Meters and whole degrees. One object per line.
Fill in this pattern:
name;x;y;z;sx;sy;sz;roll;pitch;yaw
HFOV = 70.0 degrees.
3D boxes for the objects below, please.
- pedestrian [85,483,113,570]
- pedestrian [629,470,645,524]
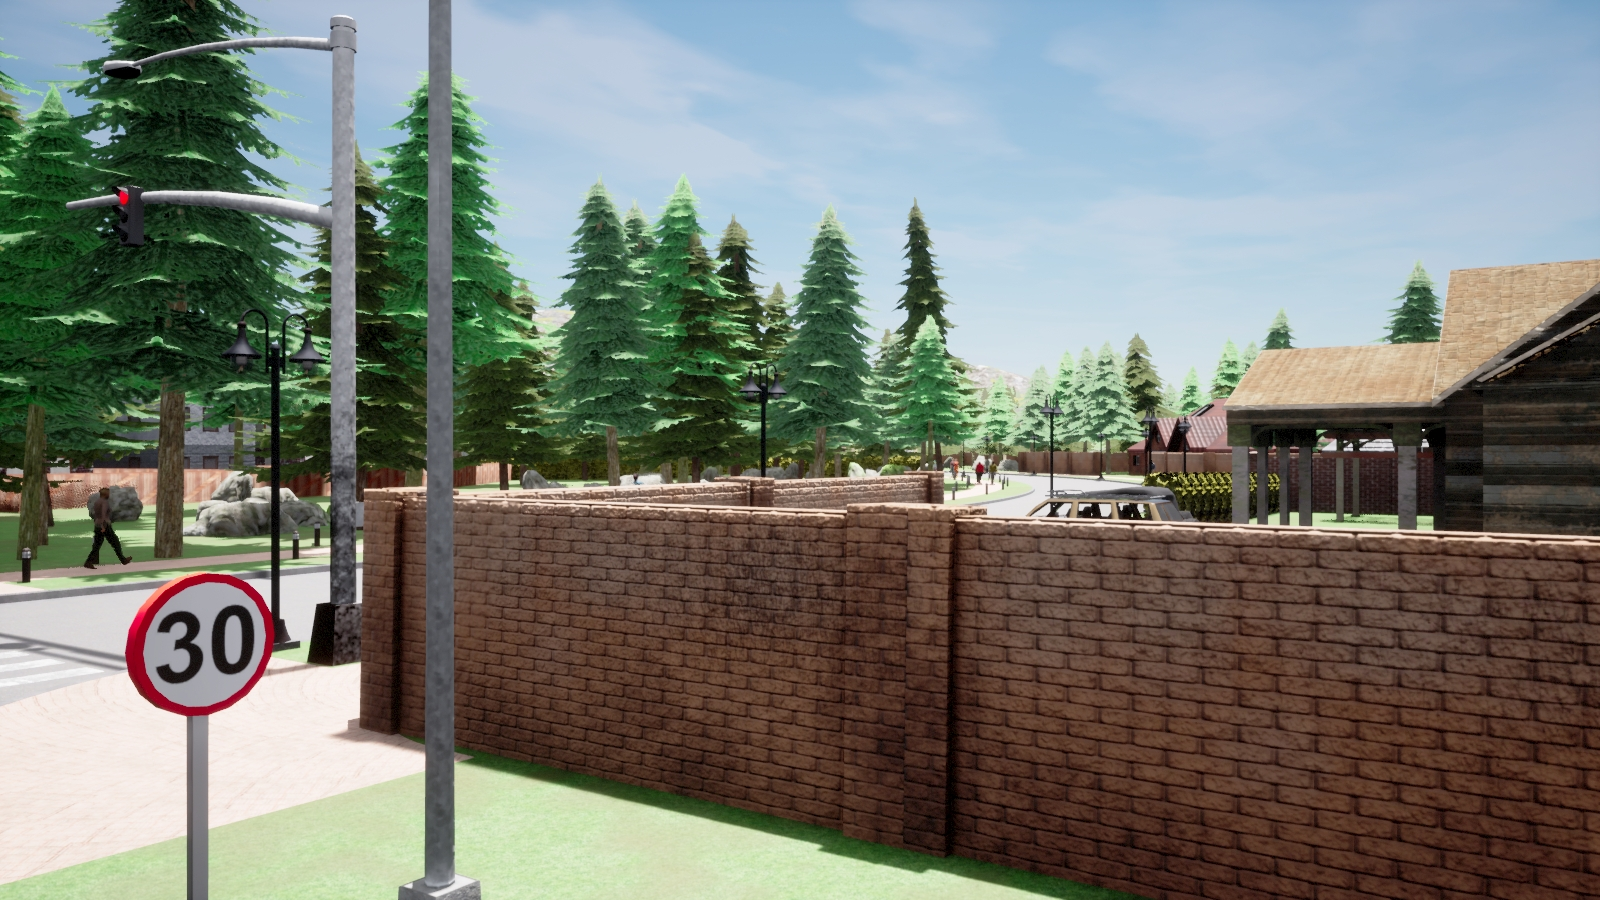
pedestrian;-15.179;1.647;24.737;0.375;1.860;0.375;0;0;27
pedestrian;-5.724;1.646;40.109;0.375;1.860;0.375;0;0;34
